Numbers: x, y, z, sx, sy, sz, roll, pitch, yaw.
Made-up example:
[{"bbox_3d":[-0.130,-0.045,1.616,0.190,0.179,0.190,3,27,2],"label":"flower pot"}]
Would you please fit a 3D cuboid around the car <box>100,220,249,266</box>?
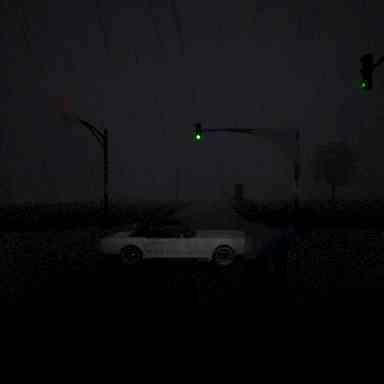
[{"bbox_3d":[-0.482,1.625,11.107,4.718,1.301,1.895,-1,1,4],"label":"car"}]
